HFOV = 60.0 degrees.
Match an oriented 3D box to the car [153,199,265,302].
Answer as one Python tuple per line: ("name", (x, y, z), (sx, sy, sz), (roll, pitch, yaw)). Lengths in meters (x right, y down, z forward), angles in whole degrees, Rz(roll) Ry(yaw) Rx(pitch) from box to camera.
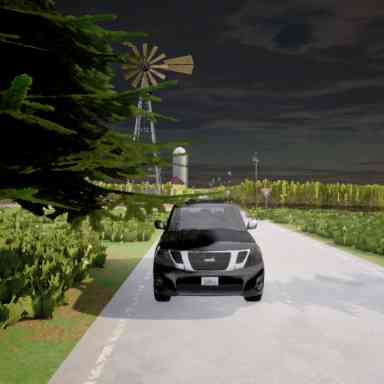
("car", (0.330, 1.221, 8.638), (2.150, 2.045, 5.566), (0, 0, 0))
